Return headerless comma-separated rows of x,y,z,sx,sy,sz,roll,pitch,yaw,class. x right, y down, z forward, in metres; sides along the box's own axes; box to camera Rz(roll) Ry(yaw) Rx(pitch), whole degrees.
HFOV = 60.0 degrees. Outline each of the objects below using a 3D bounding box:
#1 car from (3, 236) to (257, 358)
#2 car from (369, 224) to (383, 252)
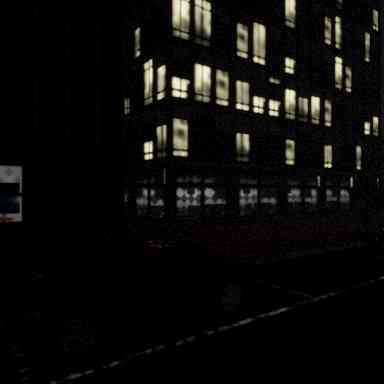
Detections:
-0.811,1.542,5.981,4.507,1.381,1.887,0,0,-35,car
8.476,1.538,12.600,4.313,1.339,1.947,0,0,-35,car
